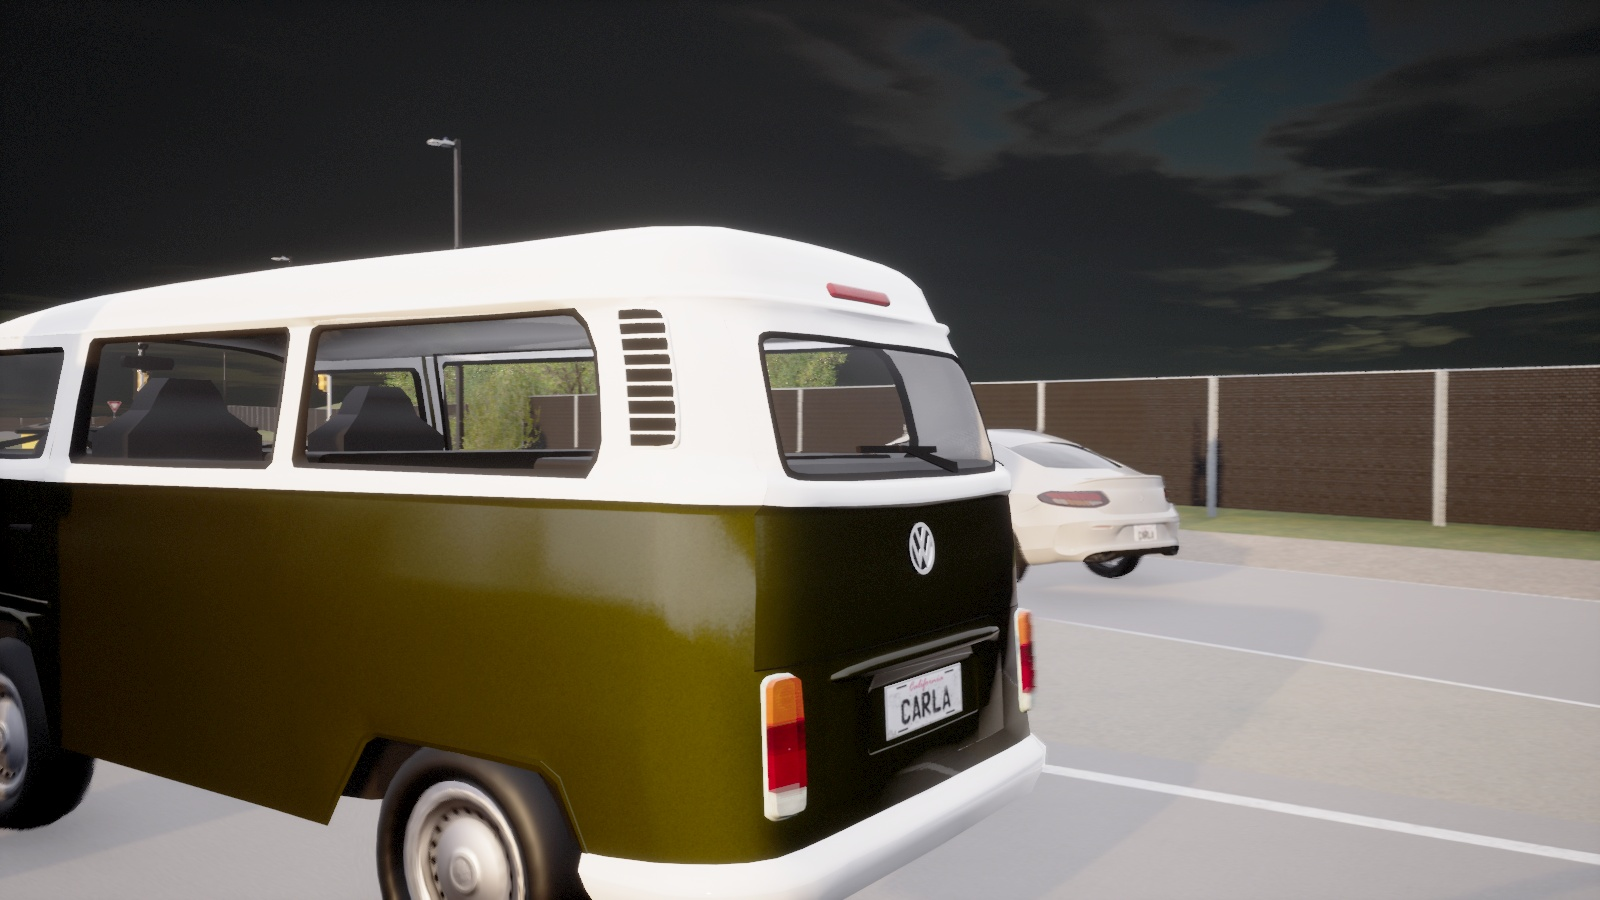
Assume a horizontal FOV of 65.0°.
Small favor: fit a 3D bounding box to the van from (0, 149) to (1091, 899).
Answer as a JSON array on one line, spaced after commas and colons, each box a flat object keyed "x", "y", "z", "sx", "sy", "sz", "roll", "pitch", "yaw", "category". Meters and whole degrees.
[{"x": -1.466, "y": 0.407, "z": 4.592, "sx": 4.480, "sy": 2.038, "sz": 2.069, "roll": 0, "pitch": 1, "yaw": 34, "category": "van"}]

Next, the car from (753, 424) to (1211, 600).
[{"x": 1.620, "y": 0.475, "z": 12.777, "sx": 1.812, "sy": 1.442, "sz": 4.674, "roll": -2, "pitch": 2, "yaw": -37, "category": "car"}]
